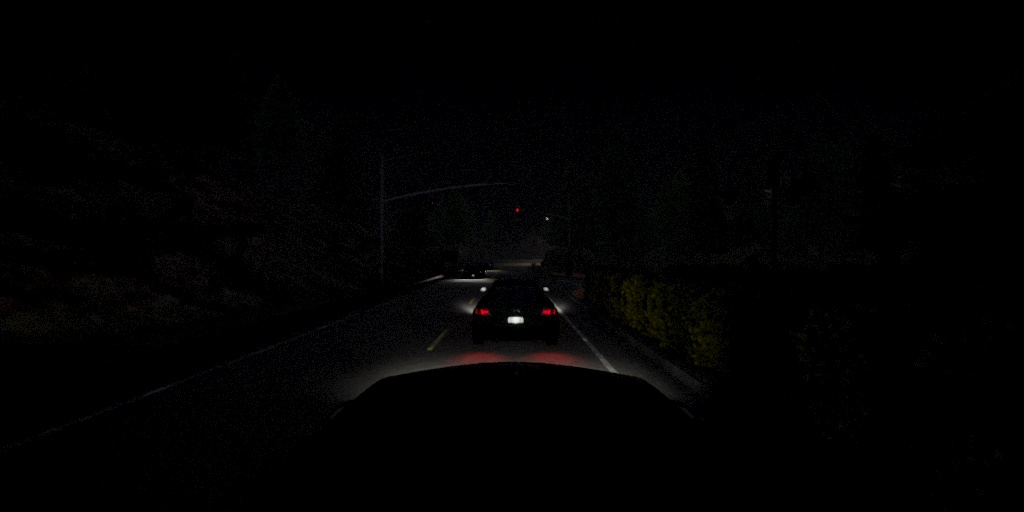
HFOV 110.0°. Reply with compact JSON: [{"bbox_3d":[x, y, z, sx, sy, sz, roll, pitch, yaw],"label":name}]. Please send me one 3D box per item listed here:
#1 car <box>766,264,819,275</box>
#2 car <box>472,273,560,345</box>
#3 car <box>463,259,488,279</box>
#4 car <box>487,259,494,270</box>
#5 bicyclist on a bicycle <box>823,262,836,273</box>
[{"bbox_3d":[22.514,1.386,29.567,4.902,1.511,2.128,0,0,0],"label":"car"},{"bbox_3d":[0.075,1.309,9.511,1.994,1.385,4.181,0,0,0],"label":"car"},{"bbox_3d":[-3.486,1.278,33.188,2.033,1.411,5.357,0,0,-4],"label":"car"},{"bbox_3d":[-3.614,1.197,50.856,1.882,1.535,5.008,0,0,0],"label":"car"},{"bbox_3d":[19.815,1.200,22.126,0.582,1.620,1.656,0,0,0],"label":"bicyclist on a bicycle"}]
